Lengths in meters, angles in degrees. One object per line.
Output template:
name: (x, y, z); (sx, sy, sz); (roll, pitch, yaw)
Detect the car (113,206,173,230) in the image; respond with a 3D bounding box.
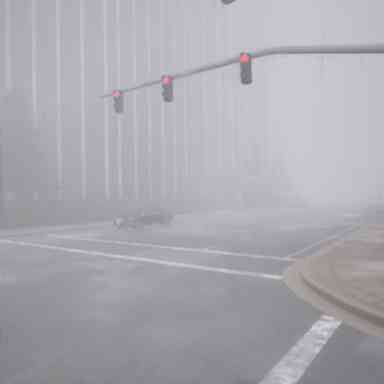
car: (-3.328, 1.737, 23.381); (2.128, 1.511, 4.902); (-1, -1, 36)

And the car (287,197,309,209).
car: (16.092, 1.579, 50.507); (2.097, 1.767, 4.553); (-1, -1, 36)
